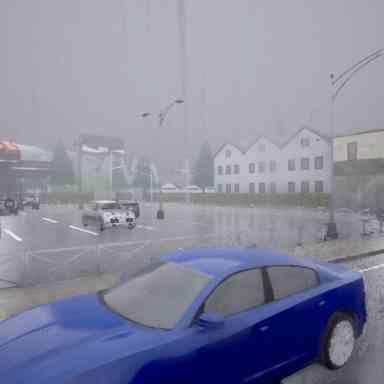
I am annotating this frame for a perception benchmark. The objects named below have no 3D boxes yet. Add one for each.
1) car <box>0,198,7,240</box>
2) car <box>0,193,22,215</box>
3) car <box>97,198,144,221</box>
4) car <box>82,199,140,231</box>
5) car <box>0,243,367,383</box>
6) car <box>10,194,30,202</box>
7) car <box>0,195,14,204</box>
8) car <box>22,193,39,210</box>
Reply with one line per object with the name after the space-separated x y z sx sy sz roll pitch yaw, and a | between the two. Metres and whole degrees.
-9.665 1.169 14.375 2.152 1.636 5.027 0 0 -36 | car
-17.207 1.113 30.348 1.932 1.855 4.605 0 0 -36 | car
-5.742 1.313 26.231 2.007 1.523 4.514 0 0 -36 | car
-4.629 1.248 18.365 1.970 1.475 3.806 0 0 -36 | car
0.176 1.477 4.119 5.008 1.535 1.882 0 0 -35 | car
-38.162 1.328 73.786 3.866 1.878 1.905 0 0 -36 | car
-38.404 1.495 66.658 4.611 1.667 2.242 0 0 -36 | car
-19.101 1.092 38.662 1.905 1.878 3.866 0 0 -36 | car
